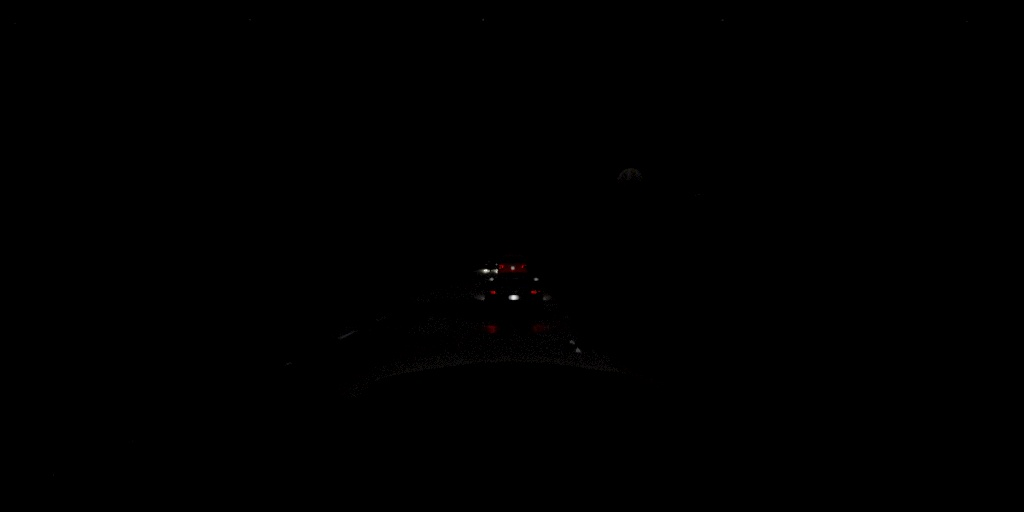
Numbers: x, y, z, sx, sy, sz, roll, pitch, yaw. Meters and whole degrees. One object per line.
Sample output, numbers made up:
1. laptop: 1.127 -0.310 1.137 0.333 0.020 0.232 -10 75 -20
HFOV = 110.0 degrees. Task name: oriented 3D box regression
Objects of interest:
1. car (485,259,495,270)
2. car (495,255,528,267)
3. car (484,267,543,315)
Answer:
1. car: -2.811 1.122 51.237 1.882 1.535 5.008 0 0 0
2. car: 0.074 0.904 27.788 2.150 2.045 5.566 0 0 0
3. car: 0.071 1.282 13.347 1.994 1.385 4.181 0 0 0
